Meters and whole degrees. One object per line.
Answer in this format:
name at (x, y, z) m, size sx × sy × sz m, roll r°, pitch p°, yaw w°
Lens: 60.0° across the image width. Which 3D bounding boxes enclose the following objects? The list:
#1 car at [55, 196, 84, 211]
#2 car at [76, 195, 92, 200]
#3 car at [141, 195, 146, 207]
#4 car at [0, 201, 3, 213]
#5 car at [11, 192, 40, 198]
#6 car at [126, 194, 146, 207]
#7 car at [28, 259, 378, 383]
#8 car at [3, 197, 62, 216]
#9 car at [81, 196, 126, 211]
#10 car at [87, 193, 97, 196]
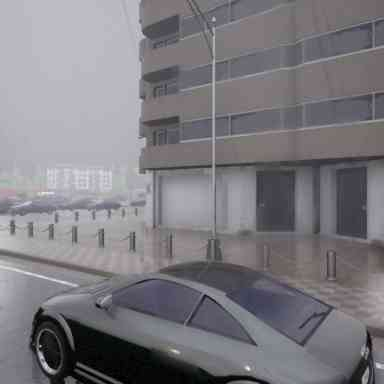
car at (-14.323, 1.603, 42.157) m, size 2.033 × 1.411 × 5.357 m, roll 0°, pitch 0°, yaw 35°
car at (-29.125, 1.451, 89.800) m, size 1.970 × 1.475 × 3.806 m, roll 0°, pitch 0°, yaw 35°
car at (-4.897, 1.560, 49.550) m, size 1.837 × 1.490 × 4.892 m, roll 0°, pitch 0°, yaw 35°
car at (-20.075, 1.603, 33.889) m, size 2.033 × 1.411 × 5.357 m, roll 0°, pitch 0°, yaw 35°
car at (-36.801, 1.209, 73.771) m, size 1.932 × 1.855 × 4.605 m, roll 0°, pitch 0°, yaw 35°
car at (-7.494, 1.533, 51.946) m, size 1.882 × 1.535 × 5.008 m, roll 0°, pitch 0°, yaw 35°
car at (-0.122, 1.564, 4.068) m, size 4.181 × 1.385 × 1.994 m, roll 0°, pitch 0°, yaw 35°
car at (-16.007, 1.581, 33.572) m, size 1.812 × 1.442 × 4.674 m, roll 0°, pitch 0°, yaw 35°
car at (-10.839, 1.581, 41.018) m, size 1.812 × 1.442 × 4.674 m, roll 0°, pitch 0°, yaw 35°
car at (-26.761, 1.211, 88.129) m, size 1.905 × 1.878 × 3.866 m, roll 0°, pitch 0°, yaw 35°
